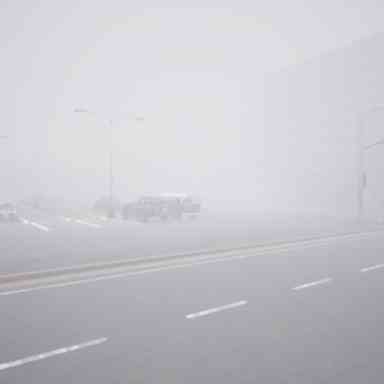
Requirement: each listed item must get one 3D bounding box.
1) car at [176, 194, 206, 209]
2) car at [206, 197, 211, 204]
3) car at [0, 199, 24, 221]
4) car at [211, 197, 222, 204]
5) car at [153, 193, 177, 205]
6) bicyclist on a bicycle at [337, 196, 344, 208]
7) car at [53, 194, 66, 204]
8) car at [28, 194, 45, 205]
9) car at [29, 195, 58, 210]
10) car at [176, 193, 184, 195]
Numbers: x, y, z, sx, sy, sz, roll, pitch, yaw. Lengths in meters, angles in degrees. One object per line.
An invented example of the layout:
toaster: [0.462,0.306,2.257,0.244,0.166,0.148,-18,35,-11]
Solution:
car: [-0.246,1.561,55.312,1.812,1.442,4.674,0,0,-35]
car: [0.608,1.526,60.368,2.128,1.511,4.902,0,0,-35]
car: [-14.152,1.449,24.843,1.970,1.475,3.806,0,0,-35]
car: [3.405,1.579,62.478,2.033,1.411,5.357,0,0,-35]
car: [-5.573,1.469,69.021,1.812,1.442,4.674,0,0,-35]
bicyclist on a bicycle: [20.218,1.330,45.374,1.656,1.620,0.582,0,0,-35]
car: [-23.547,1.200,57.981,1.932,1.855,4.605,0,0,-35]
car: [-25.946,1.204,56.362,1.905,1.878,3.866,0,0,-35]
car: [-18.116,1.446,40.515,1.970,1.475,3.806,0,0,-35]
car: [-2.717,1.441,71.044,1.994,1.385,4.181,0,0,-35]
